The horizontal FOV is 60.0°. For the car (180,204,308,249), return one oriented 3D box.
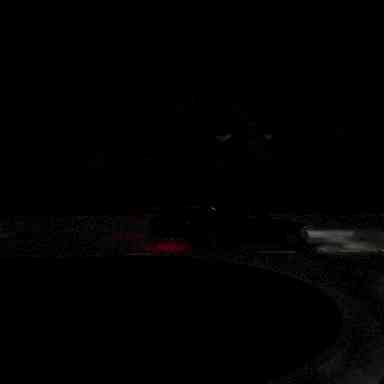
[{"bbox_3d":[2.168,1.397,13.587,5.008,1.535,1.882,0,0,-4],"label":"car"}]

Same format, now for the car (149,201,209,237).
[{"bbox_3d":[0.305,1.395,16.962,4.902,1.511,2.128,0,0,-4],"label":"car"}]

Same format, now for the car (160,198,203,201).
[{"bbox_3d":[-0.425,1.217,23.927,4.553,1.767,2.097,0,0,-4],"label":"car"}]

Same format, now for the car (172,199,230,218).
[{"bbox_3d":[0.660,1.369,27.529,4.674,1.442,1.812,0,0,-4],"label":"car"}]
